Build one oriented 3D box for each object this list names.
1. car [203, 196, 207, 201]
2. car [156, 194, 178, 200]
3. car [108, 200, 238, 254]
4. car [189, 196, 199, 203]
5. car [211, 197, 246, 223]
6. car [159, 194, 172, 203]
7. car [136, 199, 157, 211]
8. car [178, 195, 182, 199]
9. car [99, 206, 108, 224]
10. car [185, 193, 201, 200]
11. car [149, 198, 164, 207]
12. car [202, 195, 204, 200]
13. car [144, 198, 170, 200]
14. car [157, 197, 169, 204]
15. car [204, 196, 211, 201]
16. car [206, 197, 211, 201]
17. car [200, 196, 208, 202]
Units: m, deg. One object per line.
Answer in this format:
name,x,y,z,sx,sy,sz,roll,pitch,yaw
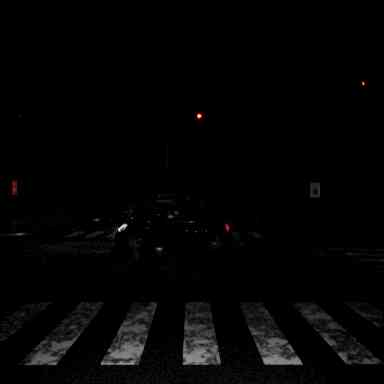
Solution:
car,2.965,1.583,46.993,2.008,1.369,4.403,0,0,0
car,-2.946,1.241,35.664,2.150,2.045,5.566,0,0,0
car,-0.712,1.369,13.236,4.553,1.767,2.097,1,0,0
car,0.401,1.619,69.694,1.994,1.385,4.181,0,0,0
car,2.869,1.324,25.168,2.192,1.841,5.009,0,0,0
car,-5.464,1.371,68.851,2.192,1.841,5.009,0,0,0
car,-5.584,1.577,41.566,2.008,1.369,4.403,0,0,0
car,-2.891,1.522,46.108,2.128,1.511,4.902,0,0,0
car,-5.656,1.575,25.195,1.947,1.339,4.313,0,0,0
car,0.354,1.266,58.731,2.150,2.045,5.566,0,0,0
car,-5.536,1.620,52.480,1.802,1.307,4.206,0,0,0
car,2.989,1.478,52.449,1.967,1.590,4.097,0,0,0
car,-2.992,1.487,25.598,1.882,1.535,5.008,0,0,0
car,-5.488,1.631,63.394,1.802,1.307,4.206,0,0,0
car,2.941,1.577,41.536,2.008,1.369,4.403,0,0,0
car,2.917,1.586,36.080,1.947,1.339,4.313,0,0,0
car,2.684,1.569,75.824,1.837,1.490,4.892,0,0,0
